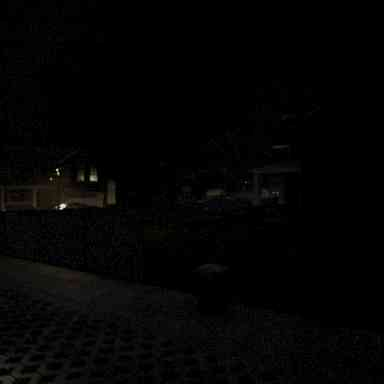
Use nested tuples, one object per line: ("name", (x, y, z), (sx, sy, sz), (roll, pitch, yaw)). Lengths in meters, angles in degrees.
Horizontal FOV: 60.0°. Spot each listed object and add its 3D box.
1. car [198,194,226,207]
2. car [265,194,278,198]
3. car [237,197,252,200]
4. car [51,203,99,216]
("car", (2.674, 1.128, 44.315), (2.097, 1.767, 4.553), (1, 1, 36))
("car", (13.298, 1.119, 54.424), (1.812, 1.442, 4.674), (1, 1, 35))
("car", (7.671, 1.341, 46.399), (1.895, 1.301, 4.718), (1, 1, 36))
("car", (-9.834, 1.580, 26.732), (2.033, 1.411, 5.357), (1, 1, 35))
